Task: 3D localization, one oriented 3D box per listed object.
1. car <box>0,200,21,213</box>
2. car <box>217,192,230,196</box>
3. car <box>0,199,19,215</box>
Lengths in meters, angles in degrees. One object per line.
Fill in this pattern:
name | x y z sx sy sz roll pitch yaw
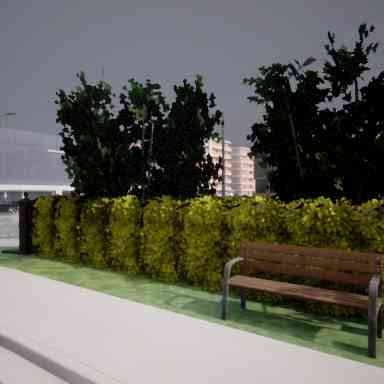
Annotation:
car | -20.828 1.570 35.044 1.895 1.301 4.718 0 0 35
car | 6.291 0.750 67.482 1.812 1.442 4.674 0 1 36
car | -18.954 1.474 31.618 2.128 1.511 4.902 0 0 35
